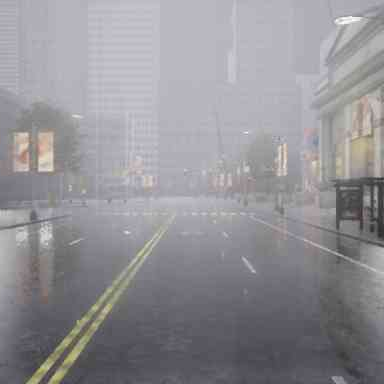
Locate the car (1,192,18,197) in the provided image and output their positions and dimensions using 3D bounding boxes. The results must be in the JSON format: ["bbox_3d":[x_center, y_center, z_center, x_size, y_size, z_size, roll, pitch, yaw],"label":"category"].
[{"bbox_3d":[-46.031,1.316,81.377,4.674,1.452,2.002,0,0,0],"label":"car"}]
